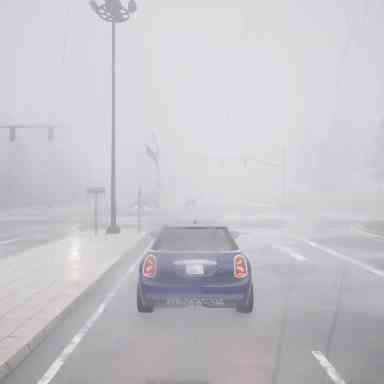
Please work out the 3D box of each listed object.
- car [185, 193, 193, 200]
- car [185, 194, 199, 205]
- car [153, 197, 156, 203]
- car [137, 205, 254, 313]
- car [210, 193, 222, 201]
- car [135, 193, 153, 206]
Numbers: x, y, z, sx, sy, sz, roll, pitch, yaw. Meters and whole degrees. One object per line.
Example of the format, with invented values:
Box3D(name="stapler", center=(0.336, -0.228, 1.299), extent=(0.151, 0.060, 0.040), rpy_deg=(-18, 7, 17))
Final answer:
Box3D(name="car", center=(-0.839, 1.189, 95.500), extent=(2.150, 2.045, 5.566), rpy_deg=(0, 0, -1))
Box3D(name="car", center=(-0.176, 1.526, 54.640), extent=(1.812, 1.442, 4.674), rpy_deg=(0, 0, -1))
Box3D(name="car", center=(-8.386, 1.547, 65.611), extent=(2.033, 1.411, 5.357), rpy_deg=(0, 0, 0))
Box3D(name="car", center=(0.069, 1.352, 7.821), extent=(2.097, 1.767, 4.553), rpy_deg=(0, 0, 0))
Box3D(name="car", center=(6.333, 1.215, 84.933), extent=(2.150, 2.045, 5.566), rpy_deg=(0, 0, -1))
Box3D(name="car", center=(-8.285, 1.352, 55.997), extent=(2.097, 1.767, 4.553), rpy_deg=(0, 0, -1))
